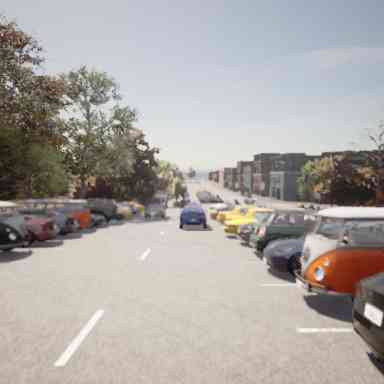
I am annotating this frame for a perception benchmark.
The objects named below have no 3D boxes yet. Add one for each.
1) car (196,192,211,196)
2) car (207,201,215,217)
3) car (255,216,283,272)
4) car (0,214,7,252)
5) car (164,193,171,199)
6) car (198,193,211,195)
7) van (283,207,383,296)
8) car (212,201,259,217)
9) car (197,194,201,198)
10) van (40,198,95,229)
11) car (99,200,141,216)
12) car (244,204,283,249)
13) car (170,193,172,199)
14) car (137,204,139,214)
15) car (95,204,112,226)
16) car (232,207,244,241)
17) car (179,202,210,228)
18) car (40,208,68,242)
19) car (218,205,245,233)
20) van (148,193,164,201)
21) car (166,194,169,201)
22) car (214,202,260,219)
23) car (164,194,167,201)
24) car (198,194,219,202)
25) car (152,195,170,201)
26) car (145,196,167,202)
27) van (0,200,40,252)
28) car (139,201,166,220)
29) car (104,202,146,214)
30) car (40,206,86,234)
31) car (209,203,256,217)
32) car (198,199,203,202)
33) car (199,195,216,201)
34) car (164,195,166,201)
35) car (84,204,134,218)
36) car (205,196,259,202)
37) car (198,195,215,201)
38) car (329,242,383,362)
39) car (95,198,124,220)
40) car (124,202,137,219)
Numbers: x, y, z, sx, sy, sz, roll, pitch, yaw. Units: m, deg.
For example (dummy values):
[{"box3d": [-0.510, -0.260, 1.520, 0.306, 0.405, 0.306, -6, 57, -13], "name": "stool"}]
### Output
[{"box3d": [4.166, 1.566, 81.129, 5.566, 2.045, 2.435, 0, 0, 0], "name": "car"}, {"box3d": [4.319, 1.874, 31.840, 5.366, 1.575, 1.946, 0, -1, 0], "name": "car"}, {"box3d": [4.500, 1.590, 9.644, 4.792, 1.488, 2.163, 0, 0, 0], "name": "car"}, {"box3d": [-8.556, 1.560, 9.695, 5.008, 1.535, 2.097, 0, 0, 0], "name": "car"}, {"box3d": [-8.883, 1.784, 89.303, 5.008, 1.535, 2.097, 0, 1, 0], "name": "car"}, {"box3d": [4.165, 1.664, 75.556, 4.553, 1.767, 2.185, 0, 0, 0], "name": "car"}, {"box3d": [4.416, 1.312, 6.869, 4.442, 1.987, 1.878, 0, 0, 0], "name": "van"}, {"box3d": [4.501, 1.831, 29.064, 4.892, 1.521, 2.231, 0, -1, 0], "name": "car"}, {"box3d": [4.168, 1.793, 72.769, 4.792, 1.488, 2.163, 0, -1, 0], "name": "car"}, {"box3d": [-8.680, 1.463, 20.646, 4.442, 1.987, 1.878, 0, -1, 0], "name": "van"}, {"box3d": [-8.616, 1.889, 40.031, 4.553, 1.767, 2.185, 0, -1, 0], "name": "car"}, {"box3d": [4.495, 1.461, 12.418, 4.553, 1.767, 2.185, 0, -1, 0], "name": "car"}, {"box3d": [-8.883, 1.753, 92.093, 5.008, 1.535, 2.097, 0, 1, 0], "name": "car"}, {"box3d": [-8.552, 2.000, 37.383, 4.792, 1.488, 2.163, 0, -1, 0], "name": "car"}, {"box3d": [-8.538, 1.765, 23.536, 4.792, 1.488, 2.163, 0, -1, 0], "name": "car"}, {"box3d": [4.529, 1.616, 15.197, 4.892, 1.521, 2.231, 0, -1, 0], "name": "car"}, {"box3d": [0.073, 1.750, 24.504, 1.882, 1.535, 5.008, 0, -1, 0], "name": "car"}, {"box3d": [-8.586, 1.644, 15.233, 4.792, 1.488, 2.163, 0, -1, 0], "name": "car"}, {"box3d": [4.334, 1.647, 17.964, 5.366, 1.575, 1.946, 0, -1, 0], "name": "car"}, {"box3d": [-8.755, 1.511, 69.901, 4.442, 1.987, 1.878, 1, 0, 0], "name": "van"}, {"box3d": [-9.071, 1.813, 81.061, 5.366, 1.575, 1.946, 0, 0, 0], "name": "car"}, {"box3d": [4.696, 1.780, 26.289, 5.366, 1.575, 1.946, 0, -1, 0], "name": "car"}, {"box3d": [-8.913, 1.836, 78.269, 4.792, 1.488, 2.163, 0, 0, 0], "name": "car"}, {"box3d": [4.227, 1.767, 69.985, 4.792, 1.488, 2.163, 0, -1, 0], "name": "car"}, {"box3d": [-8.883, 1.712, 95.011, 4.892, 1.521, 2.231, 0, 1, 0], "name": "car"}, {"box3d": [-9.072, 1.813, 83.856, 5.366, 1.575, 1.946, 0, 0, 0], "name": "car"}, {"box3d": [-8.445, 1.360, 12.483, 4.442, 1.987, 1.878, 0, -1, 0], "name": "van"}, {"box3d": [-3.624, 1.913, 33.314, 2.128, 1.511, 4.902, 0, -1, 0], "name": "car"}, {"box3d": [-8.583, 2.061, 42.800, 5.008, 1.535, 2.097, 0, -1, 0], "name": "car"}, {"box3d": [-8.589, 1.678, 17.872, 4.792, 1.488, 2.163, 0, -1, 0], "name": "car"}, {"box3d": [4.493, 1.971, 37.392, 5.008, 1.535, 2.097, 0, -1, 0], "name": "car"}, {"box3d": [0.058, 2.044, 41.842, 1.882, 1.535, 5.008, 0, -1, 0], "name": "car"}, {"box3d": [4.223, 1.626, 92.277, 4.553, 1.767, 2.185, 0, 1, 0], "name": "car"}, {"box3d": [-8.886, 1.826, 75.357, 4.674, 1.452, 2.002, 0, -1, 0], "name": "car"}, {"box3d": [-8.576, 1.963, 34.613, 4.674, 1.452, 2.002, 0, -1, 0], "name": "car"}, {"box3d": [4.473, 1.673, 34.620, 5.566, 2.045, 2.435, 0, -1, 0], "name": "car"}, {"box3d": [4.220, 1.741, 95.067, 4.792, 1.488, 2.163, 0, 1, 0], "name": "car"}, {"box3d": [4.565, 1.545, 4.091, 4.792, 1.488, 2.163, 0, 0, 0], "name": "car"}, {"box3d": [-8.598, 1.531, 26.310, 5.566, 2.045, 2.435, 0, -1, 0], "name": "car"}, {"box3d": [-8.390, 1.873, 31.844, 5.366, 1.575, 1.946, 0, -1, 0], "name": "car"}]
